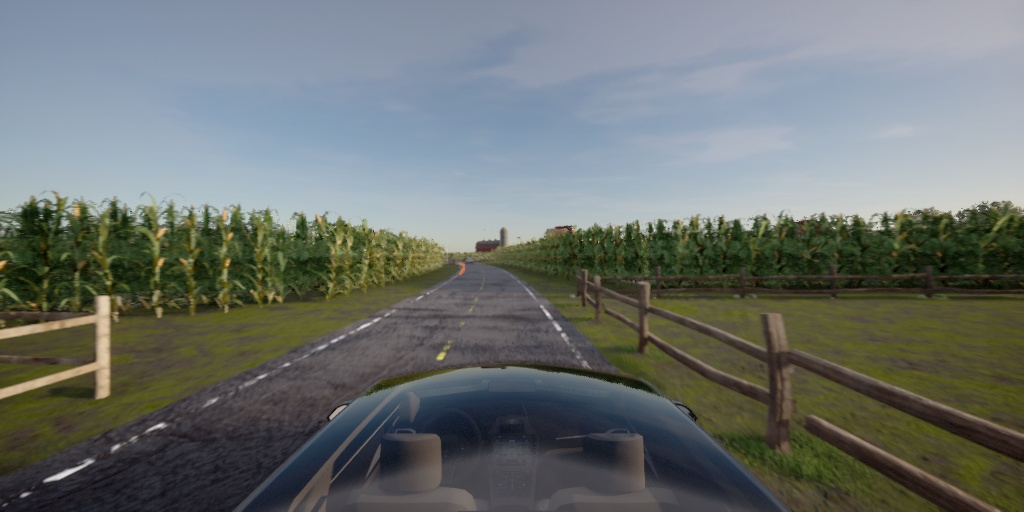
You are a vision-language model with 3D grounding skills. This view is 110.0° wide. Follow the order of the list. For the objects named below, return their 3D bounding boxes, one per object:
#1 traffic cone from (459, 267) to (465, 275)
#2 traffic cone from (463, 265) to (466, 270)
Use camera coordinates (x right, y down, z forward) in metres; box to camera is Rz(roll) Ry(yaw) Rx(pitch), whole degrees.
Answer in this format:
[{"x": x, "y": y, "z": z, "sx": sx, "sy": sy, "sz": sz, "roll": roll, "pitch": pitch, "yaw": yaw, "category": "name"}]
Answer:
[{"x": -5.472, "y": 1.718, "z": 38.297, "sx": 0.340, "sy": 0.580, "sz": 0.340, "roll": 0, "pitch": 0, "yaw": -5, "category": "traffic cone"}, {"x": -5.933, "y": 1.719, "z": 43.247, "sx": 0.340, "sy": 0.580, "sz": 0.340, "roll": 0, "pitch": 0, "yaw": -6, "category": "traffic cone"}]
